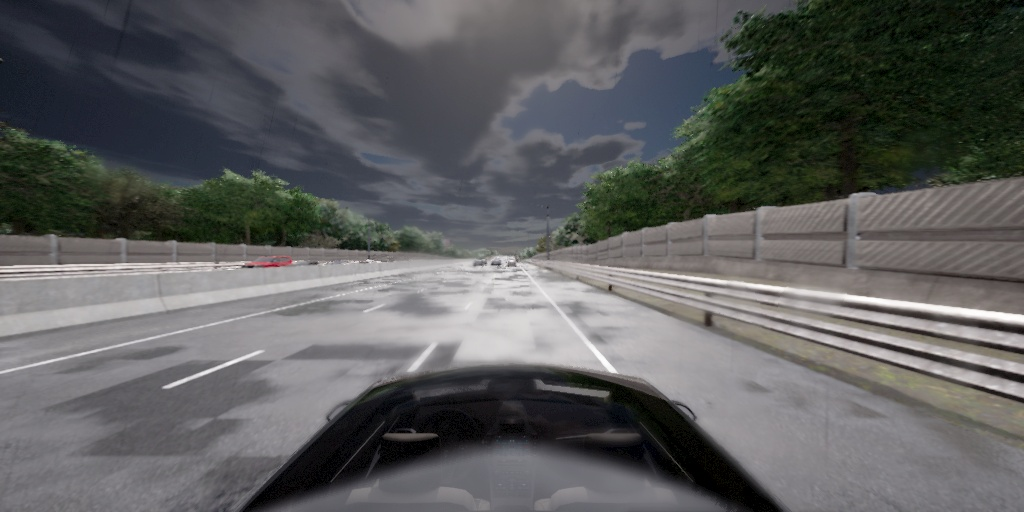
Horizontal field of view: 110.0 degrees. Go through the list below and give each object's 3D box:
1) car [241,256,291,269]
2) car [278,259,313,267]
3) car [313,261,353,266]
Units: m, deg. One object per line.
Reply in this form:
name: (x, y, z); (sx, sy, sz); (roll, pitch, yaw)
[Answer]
car: (-24.575, 0.994, 36.396); (2.150, 2.045, 5.566); (0, 0, 1)
car: (-21.079, 1.280, 36.568); (1.837, 1.490, 4.892); (0, 0, 0)
car: (-17.580, 1.267, 36.516); (2.128, 1.511, 4.902); (0, 0, 0)
